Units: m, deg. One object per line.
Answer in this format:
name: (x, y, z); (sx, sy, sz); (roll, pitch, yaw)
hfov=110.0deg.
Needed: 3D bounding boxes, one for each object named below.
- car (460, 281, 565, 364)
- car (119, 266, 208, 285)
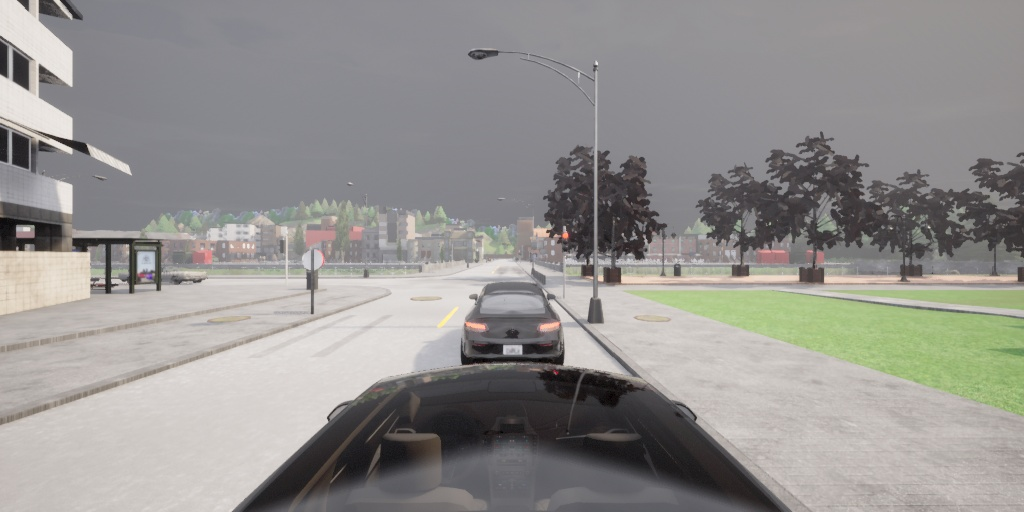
car: (0.007, 1.276, 7.806); (1.812, 1.442, 4.674); (0, 0, 0)
car: (-24.466, 1.351, 25.300); (4.718, 1.301, 1.895); (0, 0, 0)
